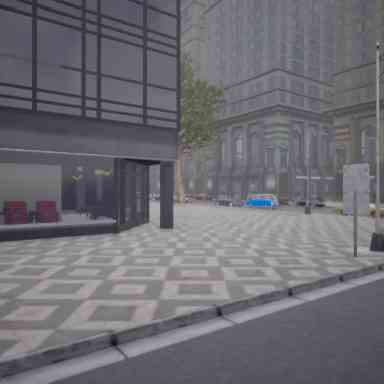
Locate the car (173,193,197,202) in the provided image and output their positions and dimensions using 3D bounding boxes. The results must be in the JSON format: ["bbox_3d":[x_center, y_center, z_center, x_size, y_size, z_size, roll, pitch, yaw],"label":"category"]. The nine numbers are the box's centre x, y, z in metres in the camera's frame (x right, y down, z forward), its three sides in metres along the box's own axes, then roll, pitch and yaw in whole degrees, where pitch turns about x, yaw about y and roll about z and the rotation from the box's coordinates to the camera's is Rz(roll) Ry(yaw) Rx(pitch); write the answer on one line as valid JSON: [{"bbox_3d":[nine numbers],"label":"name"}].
[{"bbox_3d":[-1.689,1.049,51.218,1.752,1.417,4.829,1,0,-35],"label":"car"}]

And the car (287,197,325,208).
[{"bbox_3d":[14.884,1.313,42.493,1.947,1.339,4.313,1,0,-35],"label":"car"}]

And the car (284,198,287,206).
[{"bbox_3d":[11.650,1.222,47.084,1.887,1.381,4.507,1,0,-35],"label":"car"}]

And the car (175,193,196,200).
[{"bbox_3d":[-1.291,0.908,65.456,2.008,1.369,4.403,1,0,-35],"label":"car"}]

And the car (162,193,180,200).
[{"bbox_3d":[-4.527,0.859,70.047,1.802,1.307,4.206,1,0,-35],"label":"car"}]

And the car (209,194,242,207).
[{"bbox_3d":[4.684,1.228,42.168,2.008,1.369,4.403,1,0,-35],"label":"car"}]

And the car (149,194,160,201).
[{"bbox_3d":[-5.022,0.990,55.949,2.008,1.369,4.403,1,0,-35],"label":"car"}]

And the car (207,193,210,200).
[{"bbox_3d":[5.178,1.071,56.272,2.008,1.369,4.403,1,0,-35],"label":"car"}]

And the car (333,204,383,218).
[{"bbox_3d":[14.489,1.396,28.247,1.752,1.417,4.829,1,0,-35],"label":"car"}]

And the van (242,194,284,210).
[{"bbox_3d":[7.921,1.089,37.575,1.690,1.788,3.998,1,0,-35],"label":"van"}]

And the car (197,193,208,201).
[{"bbox_3d":[1.946,0.878,60.864,1.967,1.590,4.097,1,0,-35],"label":"car"}]

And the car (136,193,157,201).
[{"bbox_3d":[-8.257,0.908,60.541,2.008,1.369,4.403,1,0,-35],"label":"car"}]
